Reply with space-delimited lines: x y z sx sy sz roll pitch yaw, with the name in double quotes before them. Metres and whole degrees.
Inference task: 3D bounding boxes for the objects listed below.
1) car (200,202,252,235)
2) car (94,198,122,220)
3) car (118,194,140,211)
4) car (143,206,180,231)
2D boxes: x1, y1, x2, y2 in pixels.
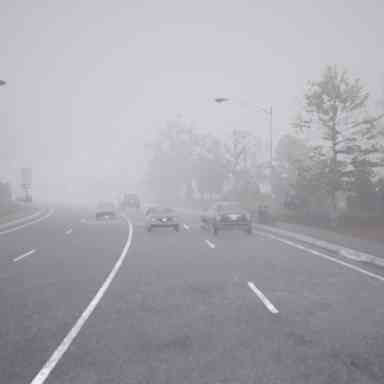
"car" 1.799 1.347 18.941 2.097 1.767 4.553 0 0 -9
"car" -7.502 1.568 29.086 2.033 1.411 5.357 0 0 -15
"car" -8.012 1.237 41.776 2.150 2.045 5.566 0 0 -21
"car" -1.938 1.551 20.486 2.033 1.411 5.357 0 0 -11
